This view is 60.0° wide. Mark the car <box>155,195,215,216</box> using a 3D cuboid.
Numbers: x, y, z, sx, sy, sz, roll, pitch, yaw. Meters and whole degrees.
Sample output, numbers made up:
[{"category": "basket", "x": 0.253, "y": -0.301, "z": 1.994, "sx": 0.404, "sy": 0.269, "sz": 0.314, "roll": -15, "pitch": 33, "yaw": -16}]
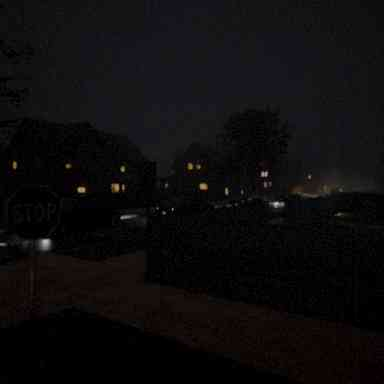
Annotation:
[{"category": "car", "x": -0.358, "y": 0.965, "z": 24.454, "sx": 2.033, "sy": 1.411, "sz": 5.357, "roll": 1, "pitch": 2, "yaw": 35}]

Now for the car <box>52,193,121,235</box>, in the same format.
[{"category": "car", "x": -5.819, "y": 0.993, "z": 16.700, "sx": 2.097, "sy": 1.767, "sz": 4.553, "roll": 1, "pitch": 2, "yaw": 34}]

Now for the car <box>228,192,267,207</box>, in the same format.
[{"category": "car", "x": 5.628, "y": 0.722, "z": 32.866, "sx": 2.033, "sy": 1.411, "sz": 5.357, "roll": 1, "pitch": 2, "yaw": 36}]

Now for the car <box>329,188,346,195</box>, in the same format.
[{"category": "car", "x": 22.757, "y": 0.141, "z": 51.901, "sx": 1.837, "sy": 1.490, "sz": 4.892, "roll": 1, "pitch": 2, "yaw": 36}]

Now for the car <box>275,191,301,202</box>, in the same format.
[{"category": "car", "x": 12.116, "y": 0.517, "z": 41.918, "sx": 1.895, "sy": 1.301, "sz": 4.718, "roll": 1, "pitch": 2, "yaw": 37}]
